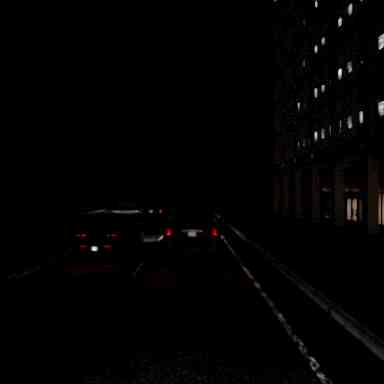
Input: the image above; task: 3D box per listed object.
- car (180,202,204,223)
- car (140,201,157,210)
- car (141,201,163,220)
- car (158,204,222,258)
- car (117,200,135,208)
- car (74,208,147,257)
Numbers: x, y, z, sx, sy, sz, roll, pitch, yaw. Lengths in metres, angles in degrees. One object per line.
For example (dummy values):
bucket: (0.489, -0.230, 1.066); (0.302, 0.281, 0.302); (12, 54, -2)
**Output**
car: (0.020, 1.750, 29.244); (1.882, 1.535, 5.008); (0, 0, 1)
car: (-6.541, 2.018, 50.561); (1.994, 1.385, 4.181); (0, -1, 0)
car: (-3.239, 1.616, 28.408); (2.097, 1.767, 4.553); (0, -1, 0)
car: (0.016, 1.480, 13.411); (2.097, 1.767, 4.553); (0, -1, 0)
car: (-9.797, 1.925, 49.797); (1.882, 1.535, 5.008); (0, -1, 1)
car: (-3.234, 1.637, 13.504); (1.837, 1.490, 4.892); (0, 0, 0)
